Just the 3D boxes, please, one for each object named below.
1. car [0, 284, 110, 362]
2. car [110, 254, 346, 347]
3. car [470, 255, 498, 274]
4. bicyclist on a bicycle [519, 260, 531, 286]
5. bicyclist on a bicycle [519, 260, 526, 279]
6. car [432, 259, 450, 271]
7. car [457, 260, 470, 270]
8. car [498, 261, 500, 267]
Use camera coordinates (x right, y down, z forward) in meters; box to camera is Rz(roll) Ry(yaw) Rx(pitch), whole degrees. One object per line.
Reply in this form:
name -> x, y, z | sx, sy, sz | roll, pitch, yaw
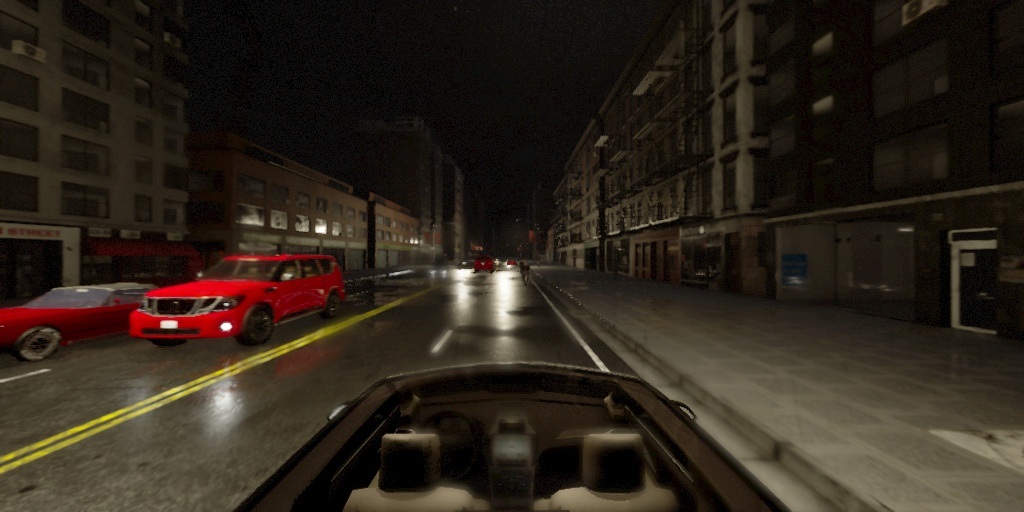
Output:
car -> -9.851, 1.346, 8.348 | 1.895, 1.301, 4.718 | 0, 0, 0
car -> -6.601, 0.966, 9.666 | 2.150, 2.045, 5.566 | 0, 0, 0
car -> -3.156, 0.940, 41.614 | 2.150, 2.045, 5.566 | 0, 0, 0
bicyclist on a bicycle -> 0.890, 1.107, 23.039 | 0.659, 1.776, 1.843 | 0, 0, 0
bicyclist on a bicycle -> 0.888, 1.182, 31.966 | 0.582, 1.620, 1.656 | 0, 0, 0
car -> -9.832, 1.211, 49.783 | 1.837, 1.490, 4.892 | 0, 0, 0
car -> -6.578, 1.268, 51.095 | 1.994, 1.385, 4.181 | 0, 0, 0
car -> -3.159, 1.211, 63.333 | 1.812, 1.442, 4.674 | 0, 0, 0
